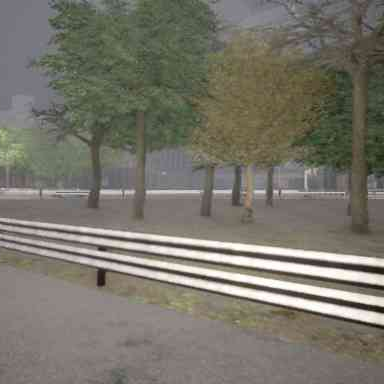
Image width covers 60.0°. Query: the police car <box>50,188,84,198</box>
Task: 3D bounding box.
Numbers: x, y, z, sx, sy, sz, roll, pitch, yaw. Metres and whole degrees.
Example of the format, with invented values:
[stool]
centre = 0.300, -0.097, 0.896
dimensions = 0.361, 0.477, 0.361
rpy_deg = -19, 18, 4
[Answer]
[police car]
centre = -17.575, 0.157, 47.593
dimensions = 4.974, 1.542, 2.038
rpy_deg = 0, 1, -4
